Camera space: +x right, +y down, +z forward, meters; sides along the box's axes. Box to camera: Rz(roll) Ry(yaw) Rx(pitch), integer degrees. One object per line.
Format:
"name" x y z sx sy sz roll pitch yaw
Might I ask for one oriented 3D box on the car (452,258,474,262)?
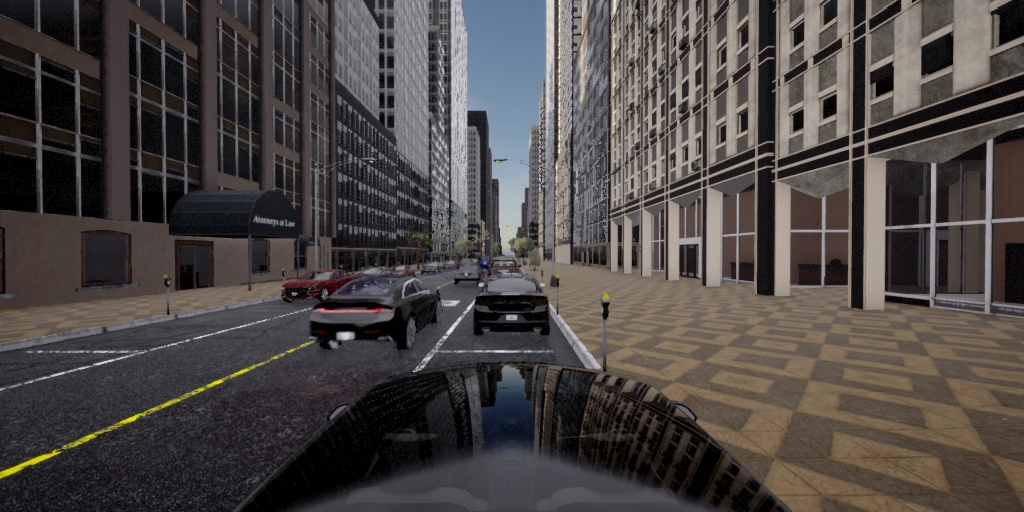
"car" -6.163 1.092 47.639 2.097 1.767 4.553 0 0 0

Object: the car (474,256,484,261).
"car" -3.146 0.963 45.009 2.150 2.045 5.566 0 0 0

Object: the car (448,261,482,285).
"car" -3.046 1.293 26.365 2.033 1.411 5.357 0 0 0

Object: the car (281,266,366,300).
"car" -8.837 1.292 16.839 1.888 1.381 4.507 0 0 0

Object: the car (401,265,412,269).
"car" -8.837 1.327 28.206 1.802 1.307 4.207 0 0 0

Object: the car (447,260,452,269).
"car" -8.837 1.291 50.940 2.007 1.370 4.403 0 0 0

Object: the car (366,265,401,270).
"car" -8.838 1.297 22.523 2.007 1.370 4.403 0 0 0

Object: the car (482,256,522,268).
"car" -0.457 1.061 22.523 2.192 1.841 5.009 0 0 0

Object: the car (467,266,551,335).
"car" -0.006 1.226 10.502 1.882 1.535 5.008 0 0 0

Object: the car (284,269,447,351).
"car" -3.044 1.241 8.983 2.128 1.511 4.902 0 0 0

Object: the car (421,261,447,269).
"car" -8.837 1.294 39.574 2.007 1.370 4.403 0 0 0
